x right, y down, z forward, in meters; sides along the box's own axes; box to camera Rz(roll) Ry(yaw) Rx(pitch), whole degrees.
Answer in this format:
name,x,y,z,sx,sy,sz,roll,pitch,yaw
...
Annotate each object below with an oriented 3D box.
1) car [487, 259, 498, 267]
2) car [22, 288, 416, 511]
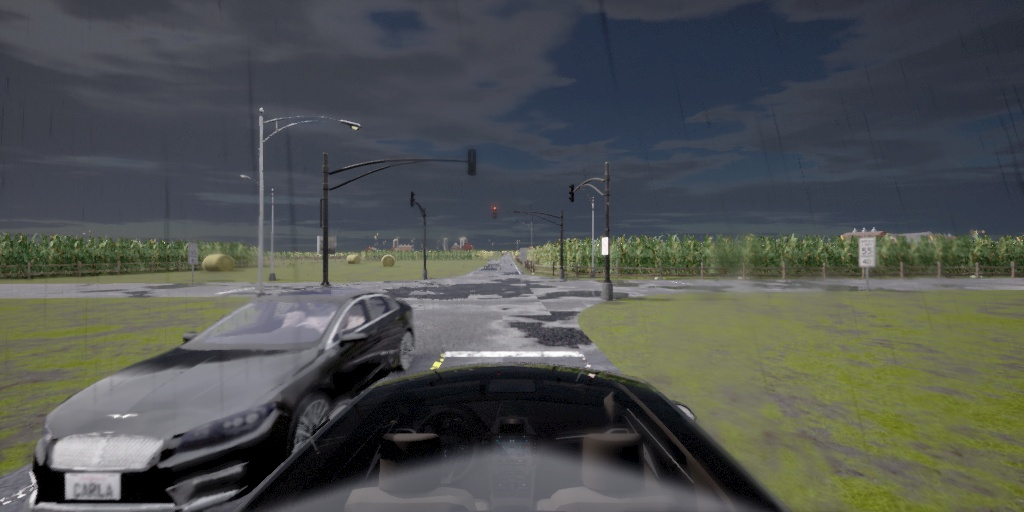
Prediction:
name,x,y,z,sx,sy,sz,roll,pitch,yaw
car,-3.463,1.272,64.968,1.895,1.301,4.718,0,0,-1
car,-2.712,1.243,4.792,2.128,1.511,4.902,0,0,1
